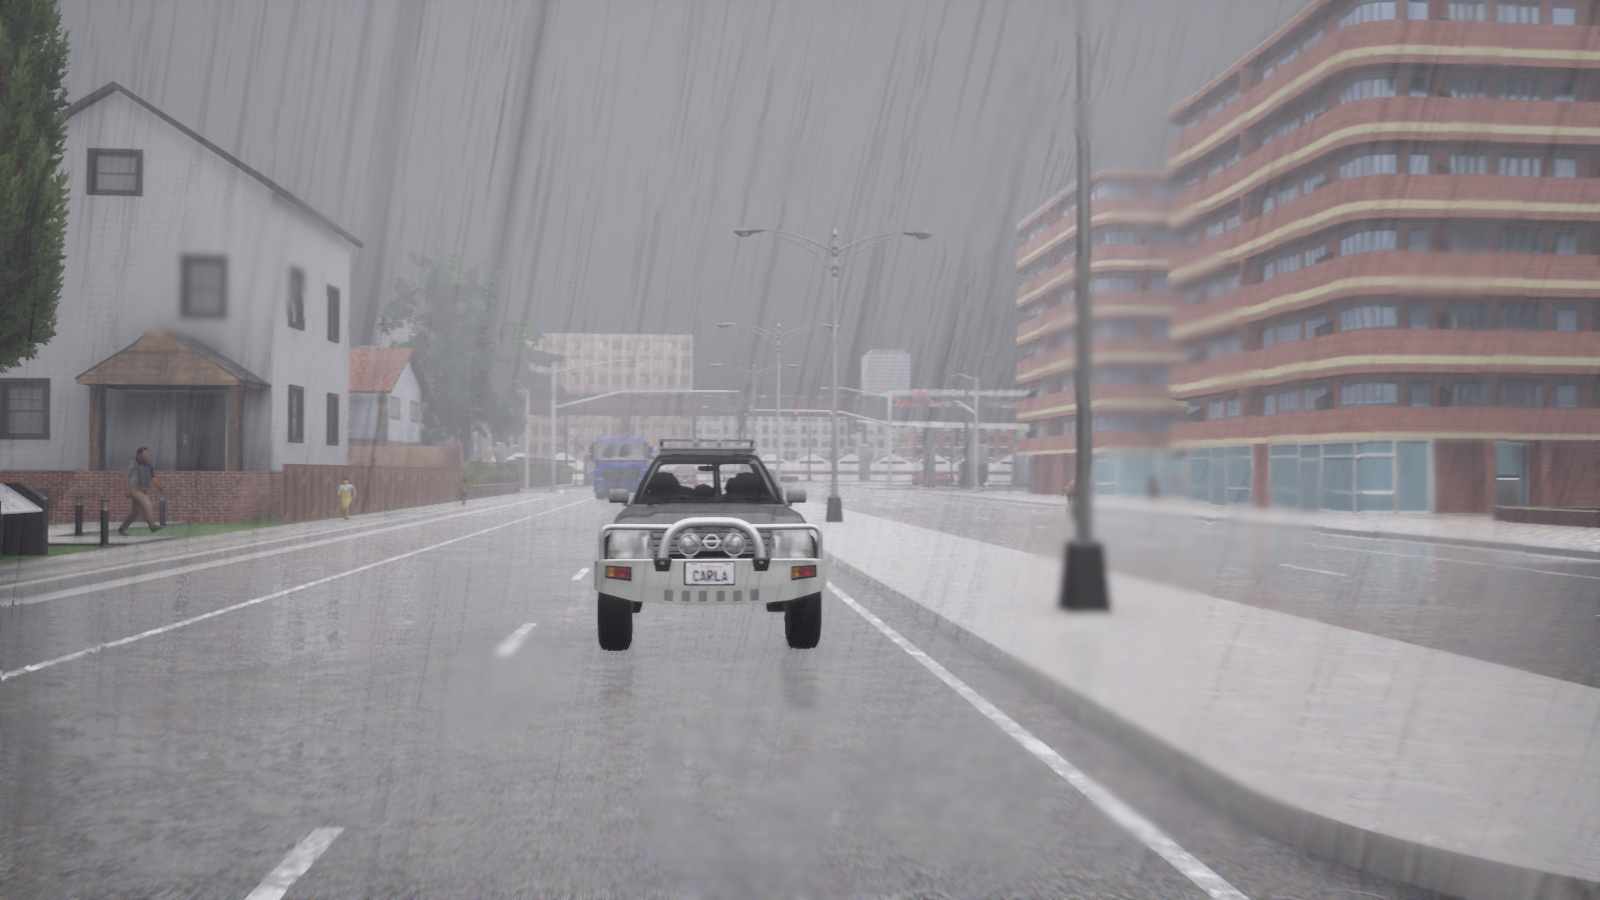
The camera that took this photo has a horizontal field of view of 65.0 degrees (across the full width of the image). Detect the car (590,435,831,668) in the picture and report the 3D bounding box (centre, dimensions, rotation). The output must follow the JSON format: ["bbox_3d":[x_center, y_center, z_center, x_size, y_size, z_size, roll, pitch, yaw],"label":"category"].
[{"bbox_3d":[-0.930,0.844,12.406,1.932,1.855,4.605,0,-1,-5],"label":"car"}]

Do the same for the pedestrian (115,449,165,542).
[{"bbox_3d":[-13.249,0.912,25.221,0.694,1.848,0.540,0,-1,10],"label":"pedestrian"}]

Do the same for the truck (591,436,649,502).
[{"bbox_3d":[-10.008,1.068,70.511,2.891,3.462,7.936,0,-1,-5],"label":"truck"}]

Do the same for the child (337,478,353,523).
[{"bbox_3d":[-12.687,1.403,35.027,0.270,1.263,0.437,0,-1,0],"label":"child"}]
